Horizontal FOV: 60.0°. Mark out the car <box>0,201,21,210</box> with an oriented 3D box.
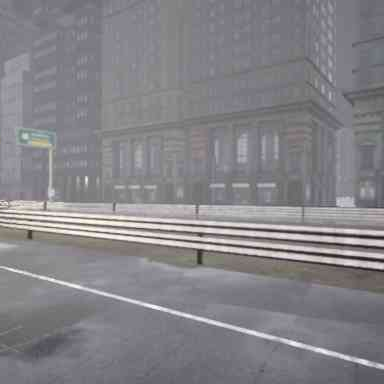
[{"bbox_3d":[-27.064,1.933,47.696,5.357,1.411,2.033,0,0,19],"label":"car"}]
